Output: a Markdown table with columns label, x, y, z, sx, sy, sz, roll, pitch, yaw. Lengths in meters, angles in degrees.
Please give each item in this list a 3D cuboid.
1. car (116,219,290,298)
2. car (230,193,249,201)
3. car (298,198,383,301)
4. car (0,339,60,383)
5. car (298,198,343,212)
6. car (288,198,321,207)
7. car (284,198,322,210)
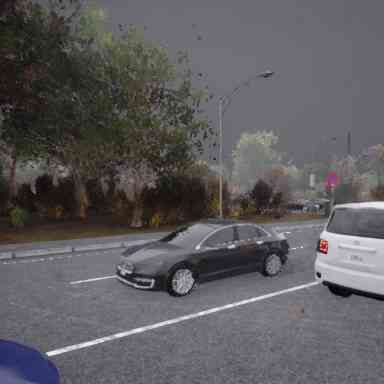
| label | x | y | z | sx | sy | sz | roll | pitch | yaw |
| --- | --- | --- | --- | --- | --- | --- | --- | --- | --- |
| car | 0.481 | 1.505 | 8.640 | 4.892 | 1.490 | 1.837 | 0 | 0 | -36 |
| car | 7.294 | 1.213 | 47.085 | 2.150 | 2.045 | 5.566 | 0 | 0 | -32 |
| car | 5.050 | 1.221 | 7.356 | 5.566 | 2.045 | 2.150 | 0 | 0 | -35 |
| car | -3.070 | 1.526 | 1.553 | 4.674 | 1.442 | 1.812 | 0 | 0 | -36 |
| car | 15.569 | 1.491 | 40.540 | 2.128 | 1.511 | 4.902 | 0 | 0 | -32 |
| car | 17.288 | 1.597 | 51.294 | 1.895 | 1.301 | 4.718 | 0 | 0 | -32 |
| car | 12.539 | 1.491 | 38.756 | 2.128 | 1.511 | 4.902 | 0 | 0 | -33 |
